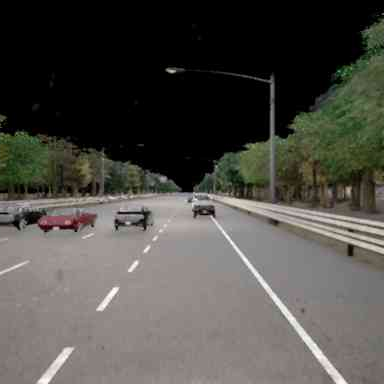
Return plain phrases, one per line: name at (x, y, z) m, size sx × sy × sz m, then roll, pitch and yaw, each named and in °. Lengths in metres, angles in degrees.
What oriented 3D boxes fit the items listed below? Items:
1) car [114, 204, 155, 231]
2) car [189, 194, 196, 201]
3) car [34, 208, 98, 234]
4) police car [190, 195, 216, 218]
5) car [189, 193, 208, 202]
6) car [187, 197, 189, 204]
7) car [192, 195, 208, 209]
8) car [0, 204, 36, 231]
car at (-3.403, 1.458, 20.171) m, size 2.128 × 1.511 × 4.902 m, roll 0°, pitch 0°, yaw 0°
car at (0.109, 1.291, 80.247) m, size 1.812 × 1.442 × 4.674 m, roll 0°, pitch 0°, yaw 0°
car at (-6.901, 1.569, 19.129) m, size 1.895 × 1.301 × 4.718 m, roll 0°, pitch 0°, yaw 0°
police car at (1.047, 1.378, 29.515) m, size 1.930 × 1.638 × 5.238 m, roll 0°, pitch 0°, yaw 0°
car at (1.049, 1.166, 39.423) m, size 2.150 × 2.045 × 5.566 m, roll 0°, pitch 0°, yaw 0°
car at (0.041, 1.432, 63.091) m, size 1.837 × 1.490 × 4.892 m, roll 0°, pitch 0°, yaw 0°
car at (1.055, 1.289, 45.355) m, size 2.097 × 1.767 × 4.553 m, roll 0°, pitch 0°, yaw 0°
car at (-10.403, 1.458, 20.103) m, size 2.128 × 1.511 × 4.902 m, roll 0°, pitch 0°, yaw 0°
